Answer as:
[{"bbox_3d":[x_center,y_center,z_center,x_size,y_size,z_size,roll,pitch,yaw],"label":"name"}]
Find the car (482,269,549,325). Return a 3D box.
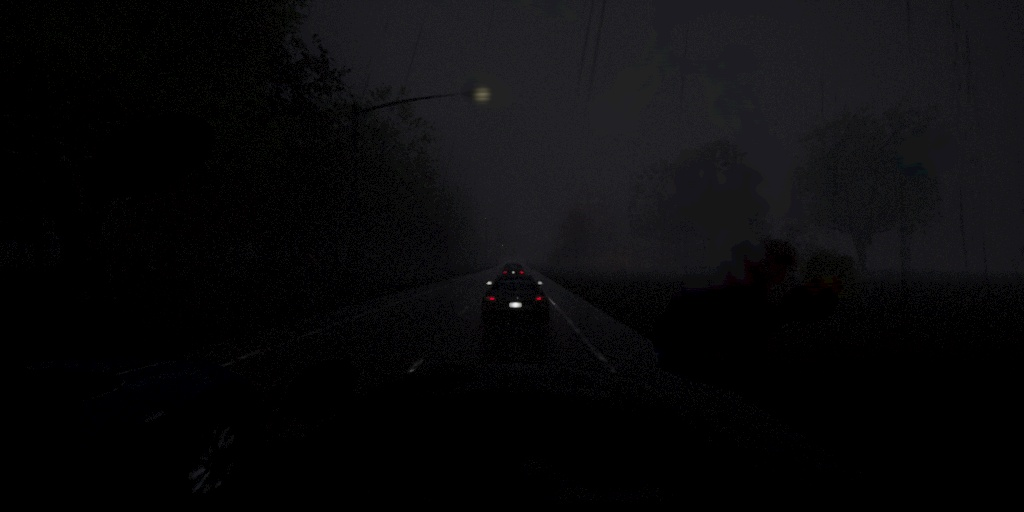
[{"bbox_3d":[0.098,1.311,11.832,1.994,1.385,4.181,0,0,0],"label":"car"}]

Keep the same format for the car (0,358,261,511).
[{"bbox_3d":[-3.393,1.103,1.461,2.097,1.767,4.553,0,0,0],"label":"car"}]

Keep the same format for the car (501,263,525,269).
[{"bbox_3d":[0.098,1.289,29.674,2.033,1.411,5.357,0,0,0],"label":"car"}]
